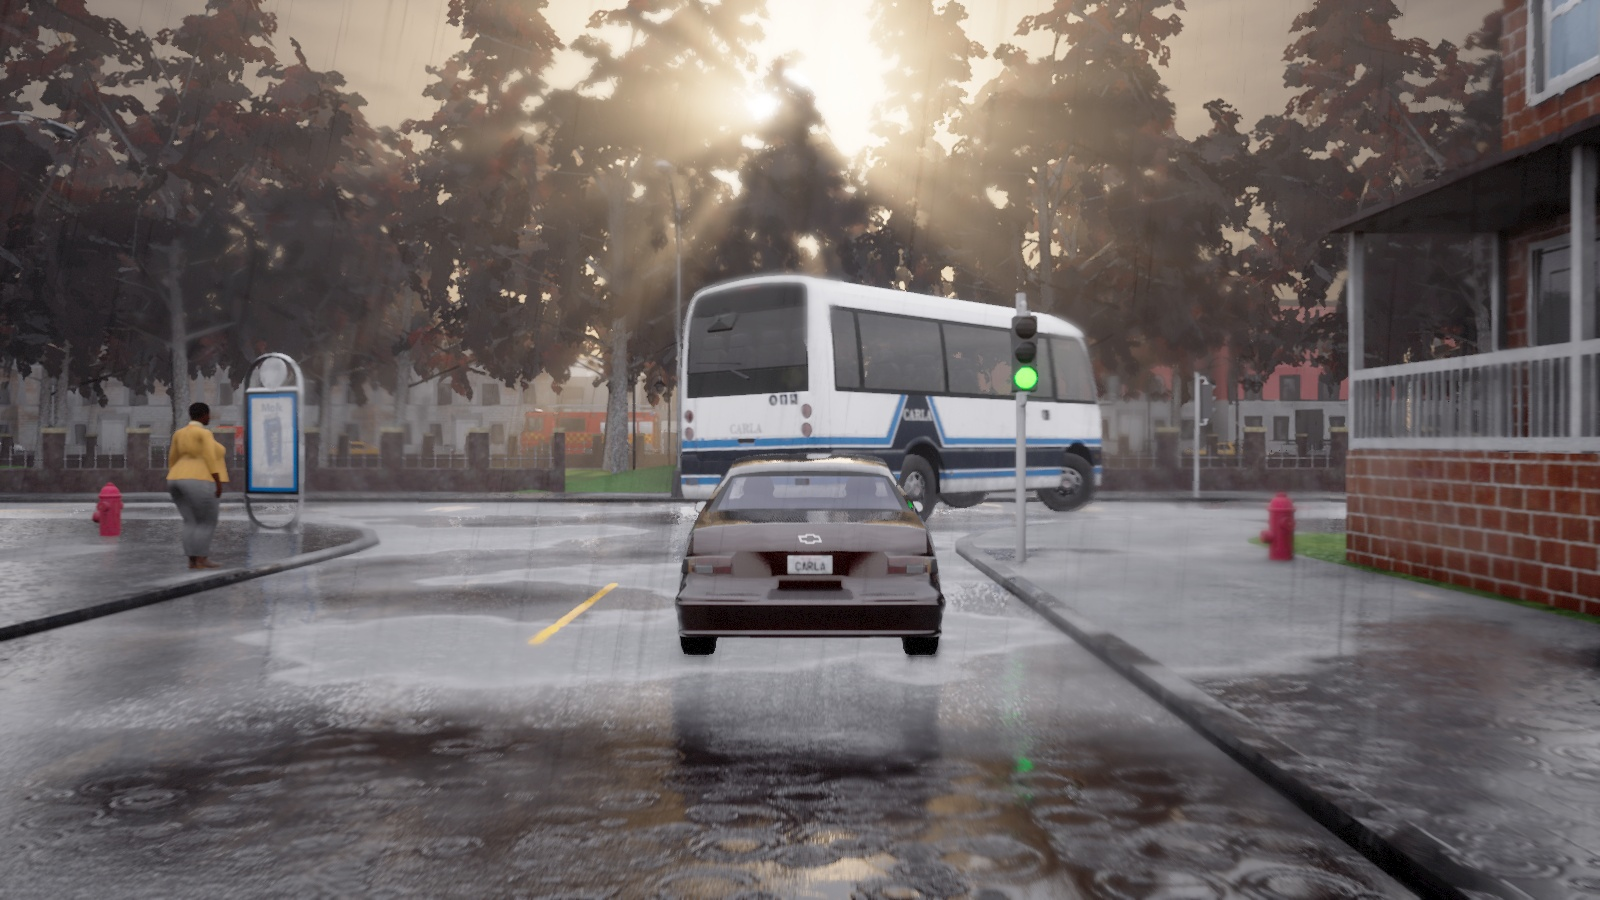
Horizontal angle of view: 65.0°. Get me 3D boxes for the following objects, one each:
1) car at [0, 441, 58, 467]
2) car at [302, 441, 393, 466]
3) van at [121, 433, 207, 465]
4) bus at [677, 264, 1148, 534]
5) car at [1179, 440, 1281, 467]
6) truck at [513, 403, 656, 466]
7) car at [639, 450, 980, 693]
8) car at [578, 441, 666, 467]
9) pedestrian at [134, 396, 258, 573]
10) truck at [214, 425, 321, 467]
[{"bbox_3d":[-47.001,0.222,74.467,4.892,1.490,1.837,0,0,0],"label":"car"},{"bbox_3d":[-28.241,0.184,78.398,5.008,1.535,1.882,0,0,0],"label":"car"},{"bbox_3d":[-39.691,-0.051,78.435,4.442,1.987,1.775,0,0,0],"label":"van"},{"bbox_3d":[2.711,-0.793,24.920,3.944,4.253,10.273,-1,-1,41],"label":"bus"},{"bbox_3d":[25.359,0.216,74.180,5.366,1.575,1.801,0,0,1],"label":"car"},{"bbox_3d":[-13.360,-0.946,78.339,8.468,3.827,2.891,0,0,0],"label":"truck"},{"bbox_3d":[0.072,0.727,10.162,2.033,1.411,5.357,0,0,0],"label":"car"},{"bbox_3d":[-10.499,0.203,74.335,4.902,1.511,2.128,0,0,0],"label":"car"},{"bbox_3d":[-6.627,0.360,13.794,0.874,1.855,0.900,0,0,32],"label":"pedestrian"},{"bbox_3d":[-31.507,-0.257,74.406,5.204,2.467,2.627,0,0,0],"label":"truck"}]
